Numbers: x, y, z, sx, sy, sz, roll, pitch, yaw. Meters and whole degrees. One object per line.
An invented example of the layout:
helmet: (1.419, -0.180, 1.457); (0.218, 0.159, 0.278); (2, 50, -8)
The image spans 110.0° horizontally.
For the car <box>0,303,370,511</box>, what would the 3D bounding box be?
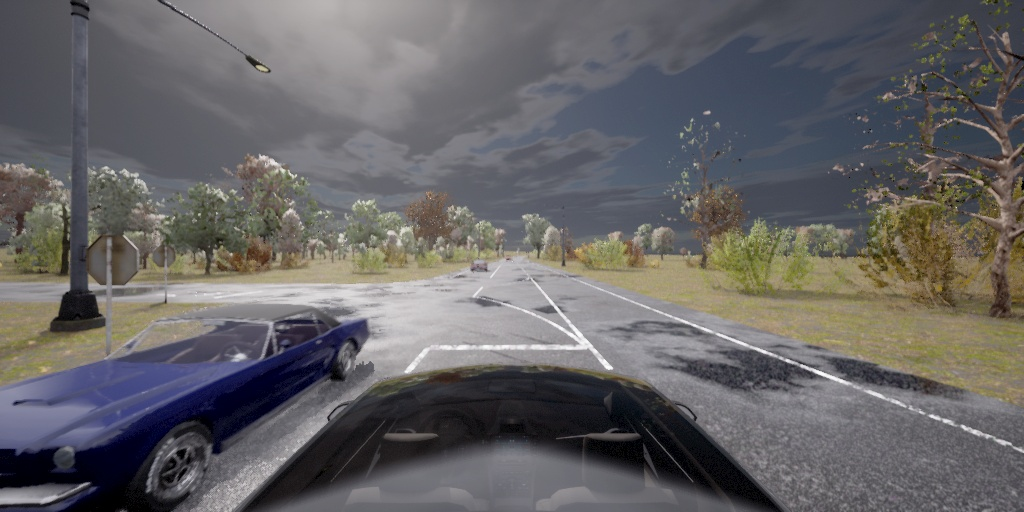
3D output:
car: (-3.533, 1.346, 4.382); (1.895, 1.301, 4.718); (0, 0, 0)

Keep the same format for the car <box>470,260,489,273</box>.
car: (-3.708, 1.152, 41.254); (1.812, 1.442, 4.674); (0, 0, 0)
